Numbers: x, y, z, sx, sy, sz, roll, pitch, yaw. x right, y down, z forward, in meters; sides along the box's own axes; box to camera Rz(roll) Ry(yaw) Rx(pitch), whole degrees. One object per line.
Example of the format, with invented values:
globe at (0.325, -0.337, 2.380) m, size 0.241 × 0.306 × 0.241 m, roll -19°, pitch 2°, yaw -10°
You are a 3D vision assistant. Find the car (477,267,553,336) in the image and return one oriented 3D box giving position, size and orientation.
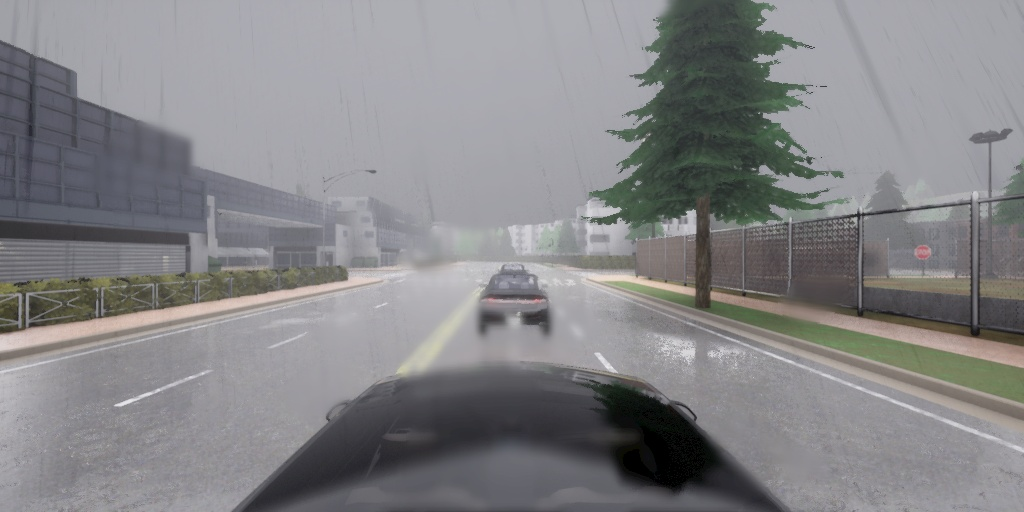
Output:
car at (0.073, 1.241, 10.379) m, size 2.128 × 1.511 × 4.902 m, roll 0°, pitch 0°, yaw 0°

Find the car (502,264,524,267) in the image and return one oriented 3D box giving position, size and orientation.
car at (0.062, 1.240, 21.938) m, size 2.128 × 1.511 × 4.902 m, roll 0°, pitch 0°, yaw 0°
